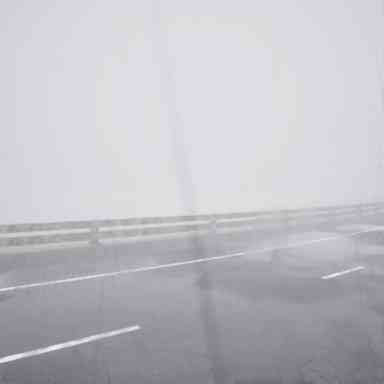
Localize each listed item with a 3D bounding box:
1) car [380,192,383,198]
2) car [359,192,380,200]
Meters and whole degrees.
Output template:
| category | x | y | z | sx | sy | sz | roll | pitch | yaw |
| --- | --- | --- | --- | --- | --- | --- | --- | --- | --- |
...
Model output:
| category | x | y | z | sx | sy | sz | roll | pitch | yaw |
| --- | --- | --- | --- | --- | --- | --- | --- | --- | --- |
| car | 45.655 | 1.198 | 78.576 | 1.895 | 1.301 | 4.718 | 0 | 0 | 7 |
| car | 42.198 | 1.141 | 79.106 | 1.994 | 1.385 | 4.181 | 0 | 0 | 7 |
